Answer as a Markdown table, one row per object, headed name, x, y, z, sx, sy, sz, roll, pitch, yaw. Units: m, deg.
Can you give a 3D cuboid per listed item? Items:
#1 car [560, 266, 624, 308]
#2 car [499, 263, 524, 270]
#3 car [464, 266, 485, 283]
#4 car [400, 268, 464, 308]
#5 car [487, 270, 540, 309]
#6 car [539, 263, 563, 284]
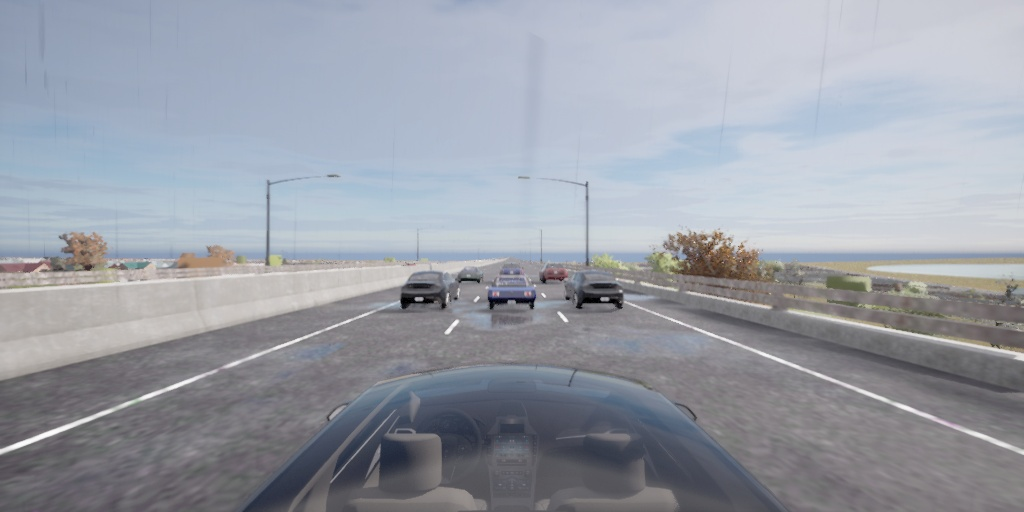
| name | x | y | z | sx | sy | sz | roll | pitch | yaw |
| --- | --- | --- | --- | --- | --- | --- | --- | --- | --- |
| car | 3.498 | 1.389 | 15.917 | 1.837 | 1.490 | 4.892 | 0 | 0 | 0 |
| car | -0.009 | 1.366 | 30.696 | 2.097 | 1.767 | 4.553 | 0 | -1 | 0 |
| car | -3.507 | 1.583 | 30.901 | 1.994 | 1.385 | 4.181 | 0 | 0 | 0 |
| car | -3.502 | 1.389 | 15.928 | 1.837 | 1.490 | 4.892 | 0 | 0 | 0 |
| car | -0.004 | 1.480 | 15.725 | 1.895 | 1.301 | 4.718 | 0 | 0 | 0 |
| car | 3.492 | 1.366 | 30.694 | 2.097 | 1.767 | 4.553 | 0 | -1 | 0 |
